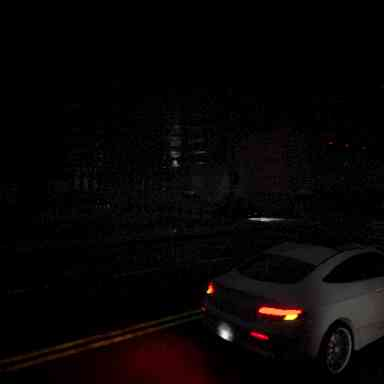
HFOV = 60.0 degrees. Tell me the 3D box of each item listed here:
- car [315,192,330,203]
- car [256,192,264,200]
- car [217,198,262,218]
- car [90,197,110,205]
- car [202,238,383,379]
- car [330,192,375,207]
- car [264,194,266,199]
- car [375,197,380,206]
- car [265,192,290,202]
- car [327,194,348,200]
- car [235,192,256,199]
[{"bbox_3d":[30.325,0.921,73.352,1.932,1.855,4.605,0,0,-36],"label":"car"},{"bbox_3d":[14.910,1.161,80.802,1.784,1.438,3.905,0,0,-36],"label":"car"},{"bbox_3d":[4.113,1.556,29.088,1.994,1.385,4.181,0,1,-36],"label":"car"},{"bbox_3d":[-15.904,1.485,56.976,2.033,1.411,5.357,0,0,-36],"label":"car"},{"bbox_3d":[2.310,1.509,5.444,4.674,1.442,1.812,0,0,-35],"label":"car"},{"bbox_3d":[22.156,0.999,46.044,1.932,1.855,4.605,0,0,-36],"label":"car"},{"bbox_3d":[17.065,0.941,82.399,1.932,1.855,4.605,0,0,-36],"label":"car"},{"bbox_3d":[24.545,0.991,47.679,1.905,1.878,3.866,0,0,-36],"label":"car"},{"bbox_3d":[16.615,1.222,63.476,1.970,1.475,3.806,0,0,-36],"label":"car"},{"bbox_3d":[32.722,1.122,74.981,1.784,1.438,3.905,0,0,-36],"label":"car"},{"bbox_3d":[12.551,1.203,79.123,1.970,1.475,3.806,0,0,-36],"label":"car"}]
